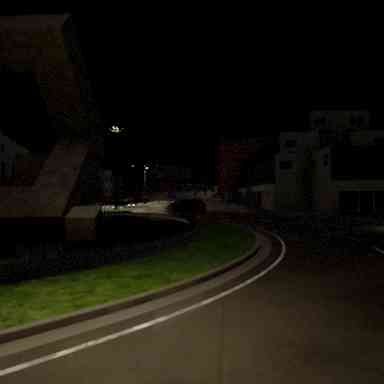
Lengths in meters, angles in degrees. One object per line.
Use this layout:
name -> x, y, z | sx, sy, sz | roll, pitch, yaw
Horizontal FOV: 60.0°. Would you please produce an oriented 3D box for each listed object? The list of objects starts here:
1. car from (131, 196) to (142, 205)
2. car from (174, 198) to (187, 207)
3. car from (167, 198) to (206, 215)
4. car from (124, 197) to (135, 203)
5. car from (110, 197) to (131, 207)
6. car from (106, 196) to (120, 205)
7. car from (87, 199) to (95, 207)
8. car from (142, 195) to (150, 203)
car -> -13.246, 2.099, 74.462 | 1.994, 1.385, 4.181 | -1, 0, 2
car -> -2.065, 1.838, 61.528 | 2.128, 1.511, 4.902 | -1, 0, 1
car -> -0.692, 1.558, 37.329 | 4.553, 1.767, 2.097 | -1, 0, 38
car -> -16.244, 2.173, 87.263 | 1.812, 1.442, 4.674 | -1, 0, 2
car -> -13.677, 2.100, 64.148 | 1.895, 1.301, 4.718 | -1, 0, 3
car -> -16.866, 1.800, 71.579 | 2.150, 2.045, 5.566 | -1, 0, 2
car -> -17.990, 2.001, 56.057 | 2.128, 1.511, 4.902 | -1, 0, 8
car -> -12.648, 1.844, 89.731 | 2.150, 2.045, 5.566 | -1, 0, 2
